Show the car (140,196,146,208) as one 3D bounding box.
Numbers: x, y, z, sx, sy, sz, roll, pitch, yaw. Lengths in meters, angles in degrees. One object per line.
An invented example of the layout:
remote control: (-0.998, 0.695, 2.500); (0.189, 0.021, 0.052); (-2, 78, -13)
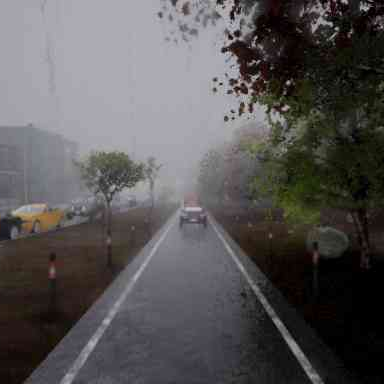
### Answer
car: (-9.077, 1.742, 52.514); (2.231, 1.521, 4.892); (0, -2, -2)

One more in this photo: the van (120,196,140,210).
van: (-9.075, 1.486, 46.831); (1.878, 1.987, 4.442); (0, 0, 2)

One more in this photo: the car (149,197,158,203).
car: (-9.874, 2.072, 85.724); (2.002, 1.452, 4.674); (1, -2, -5)

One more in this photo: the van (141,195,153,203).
van: (-9.094, 1.624, 64.539); (1.878, 1.987, 4.442); (0, -2, -2)

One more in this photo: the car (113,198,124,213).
car: (-9.056, 1.652, 35.858); (2.002, 1.452, 4.674); (0, 0, 0)

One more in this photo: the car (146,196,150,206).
car: (-9.083, 1.821, 58.025); (2.163, 1.488, 4.792); (0, -2, -2)

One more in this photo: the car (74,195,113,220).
car: (-9.047, 1.315, 29.116); (2.435, 2.045, 5.566); (0, 0, 1)

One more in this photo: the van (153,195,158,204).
van: (-9.260, 1.711, 74.490); (1.878, 1.987, 4.442); (0, -2, -2)

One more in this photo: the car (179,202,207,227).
car: (0.098, 1.634, 23.365); (1.812, 1.442, 4.674); (0, 0, 0)

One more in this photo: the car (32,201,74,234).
car: (-9.036, 1.452, 19.230); (2.097, 1.535, 5.008); (0, -1, 2)

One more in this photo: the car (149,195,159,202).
car: (-10.398, 1.824, 91.264); (2.435, 2.045, 5.566); (1, -2, -9)

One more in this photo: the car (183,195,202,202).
car: (0.095, 1.435, 40.980); (2.150, 2.045, 5.566); (0, -1, 0)

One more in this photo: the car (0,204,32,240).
car: (-9.028, 1.420, 13.683); (2.097, 1.535, 5.008); (0, -1, 2)
